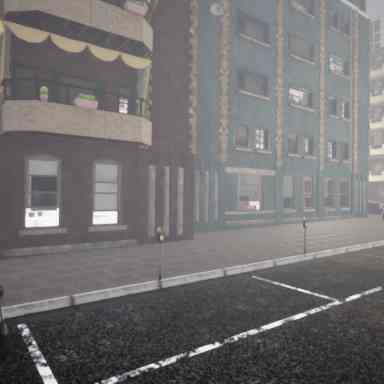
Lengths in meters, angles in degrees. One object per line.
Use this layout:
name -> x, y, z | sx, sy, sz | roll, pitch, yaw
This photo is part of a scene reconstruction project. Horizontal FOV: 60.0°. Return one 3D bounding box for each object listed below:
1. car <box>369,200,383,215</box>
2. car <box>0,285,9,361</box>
car -> 16.169, 1.240, 32.668 | 2.192, 1.841, 5.009 | 1, 0, -36
car -> -4.161, 1.566, 3.121 | 4.313, 1.339, 1.947 | 0, 1, -35
